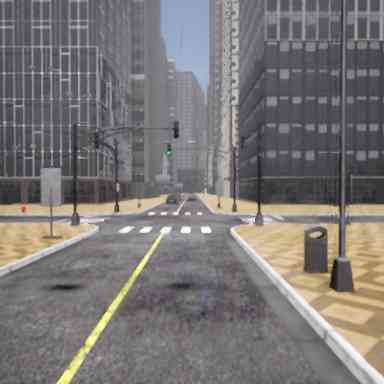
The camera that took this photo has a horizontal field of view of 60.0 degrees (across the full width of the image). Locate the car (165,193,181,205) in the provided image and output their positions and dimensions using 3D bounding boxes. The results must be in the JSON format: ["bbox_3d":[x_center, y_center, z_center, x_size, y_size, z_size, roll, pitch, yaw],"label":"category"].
[{"bbox_3d":[-3.054,1.159,51.769,1.837,1.490,4.892,0,0,0],"label":"car"}]

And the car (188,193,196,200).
[{"bbox_3d":[0.020,1.002,79.146,1.812,1.442,4.674,0,0,0],"label":"car"}]

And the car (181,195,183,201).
[{"bbox_3d":[-2.985,1.051,68.156,1.837,1.490,4.892,0,0,0],"label":"car"}]

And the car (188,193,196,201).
[{"bbox_3d":[0.017,1.094,68.729,2.033,1.411,5.357,0,0,0],"label":"car"}]
